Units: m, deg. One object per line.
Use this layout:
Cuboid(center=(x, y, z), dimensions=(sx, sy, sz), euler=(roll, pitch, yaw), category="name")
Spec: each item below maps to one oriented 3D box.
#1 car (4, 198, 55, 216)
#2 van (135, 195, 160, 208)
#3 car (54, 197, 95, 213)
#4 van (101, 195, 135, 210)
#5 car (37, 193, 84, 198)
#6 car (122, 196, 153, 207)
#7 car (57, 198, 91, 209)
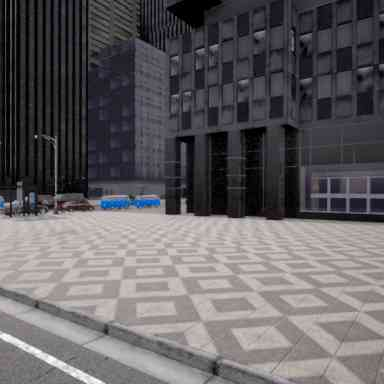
Cuboid(center=(-15.963, 1.549, 31.903), dimensions=(2.008, 1.369, 4.403), euler=(0, 0, 35), category="car")
Cuboid(center=(-6.084, 1.330, 45.778), dimensions=(1.690, 1.788, 3.998), euler=(0, 0, 35), category="van")
Cuboid(center=(-12.670, 1.576, 36.528), dimensions=(1.802, 1.307, 4.206), euler=(0, 0, 35), category="car")
Cuboid(center=(-9.376, 1.332, 41.153), dimensions=(1.690, 1.788, 3.998), euler=(0, 0, 35), category="van")
Cuboid(center=(-16.072, 1.194, 41.855), dimensions=(2.150, 2.045, 5.566), euler=(0, 1, 35), category="car")
Cuboid(center=(-8.563, 1.476, 52.369), dimensions=(1.837, 1.490, 4.892), euler=(0, 0, 36), category="car")
Cuboid(center=(-16.323, 1.548, 46.097), dimensions=(1.802, 1.307, 4.206), euler=(0, 0, 35), category="car")
